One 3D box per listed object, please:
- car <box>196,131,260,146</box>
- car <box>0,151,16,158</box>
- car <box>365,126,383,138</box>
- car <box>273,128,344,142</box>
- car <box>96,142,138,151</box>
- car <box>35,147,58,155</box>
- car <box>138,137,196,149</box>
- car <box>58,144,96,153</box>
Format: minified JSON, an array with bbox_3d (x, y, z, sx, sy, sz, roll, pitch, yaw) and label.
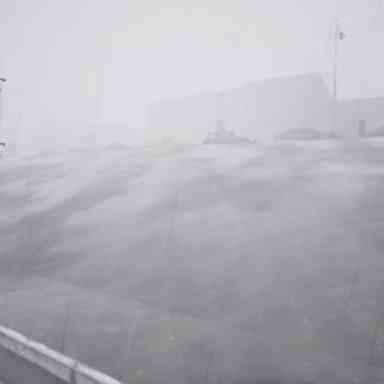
[{"bbox_3d":[3.012,-3.884,25.568,4.553,1.767,2.185,2,1,31],"label":"car"},{"bbox_3d":[-24.706,-4.620,43.596,4.553,1.767,2.185,1,1,34],"label":"car"},{"bbox_3d":[12.867,-3.436,20.163,4.674,1.452,2.002,2,1,28],"label":"car"},{"bbox_3d":[8.004,-3.585,22.769,4.792,1.488,2.163,2,1,29],"label":"car"},{"bbox_3d":[-6.454,-3.997,31.313,4.674,1.452,2.002,2,1,33],"label":"car"},{"bbox_3d":[-15.666,-4.288,37.440,4.892,1.521,2.231,1,1,34],"label":"car"},{"bbox_3d":[-1.742,-3.897,28.384,5.008,1.535,2.097,2,1,32],"label":"car"},{"bbox_3d":[-11.100,-4.172,34.340,4.892,1.521,2.231,2,1,34],"label":"car"}]
